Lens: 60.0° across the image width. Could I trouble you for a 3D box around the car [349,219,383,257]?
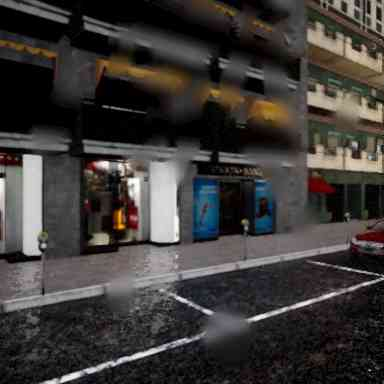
[{"bbox_3d":[7.305,1.591,11.769,4.206,1.307,1.802,0,0,-35],"label":"car"}]
